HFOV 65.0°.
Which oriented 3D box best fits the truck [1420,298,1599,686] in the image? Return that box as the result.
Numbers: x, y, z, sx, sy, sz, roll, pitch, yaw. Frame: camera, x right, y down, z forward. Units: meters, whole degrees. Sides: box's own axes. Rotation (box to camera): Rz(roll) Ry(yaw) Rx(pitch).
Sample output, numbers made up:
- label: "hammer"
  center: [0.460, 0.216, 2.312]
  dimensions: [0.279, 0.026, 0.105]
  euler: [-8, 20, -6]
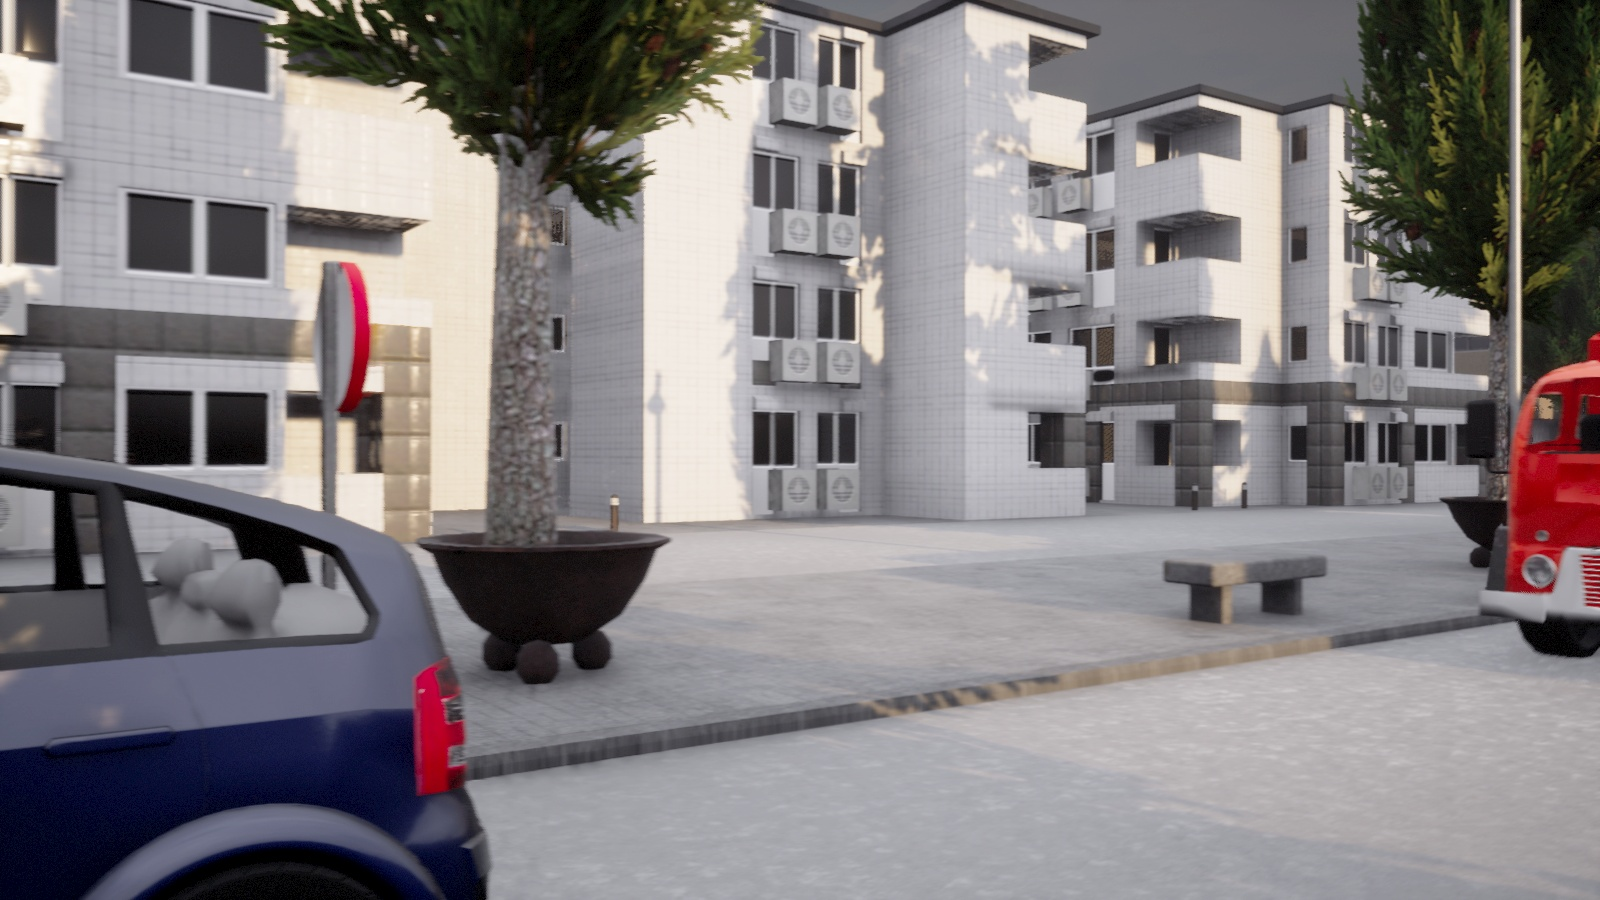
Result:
- label: "truck"
  center: [7.313, 0.266, 9.359]
  dimensions: [5.204, 2.467, 2.627]
  euler: [0, 0, -35]

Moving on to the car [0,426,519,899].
- label: "car"
  center: [-2.648, 0.735, 2.426]
  dimensions: [3.705, 1.549, 1.789]
  euler: [0, 0, -35]
